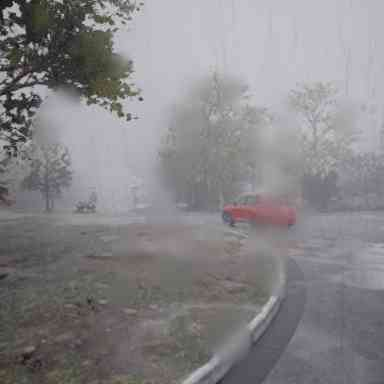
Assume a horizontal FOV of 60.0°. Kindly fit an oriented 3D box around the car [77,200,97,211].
[{"bbox_3d":[-12.870,1.695,41.000,1.895,1.301,4.718,0,-2,-11],"label":"car"}]

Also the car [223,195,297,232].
[{"bbox_3d":[3.981,1.205,20.427,2.150,2.045,5.566,1,0,-24],"label":"car"}]
